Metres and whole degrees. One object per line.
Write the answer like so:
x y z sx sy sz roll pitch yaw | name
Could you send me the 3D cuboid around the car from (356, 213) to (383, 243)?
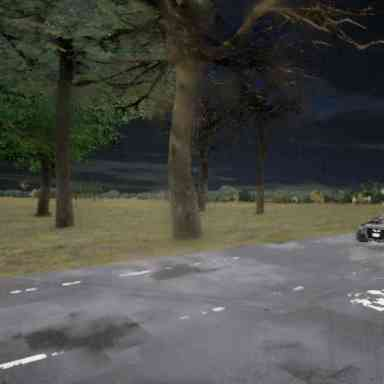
9.199 1.588 14.842 4.181 1.385 1.994 0 0 -35 | car
